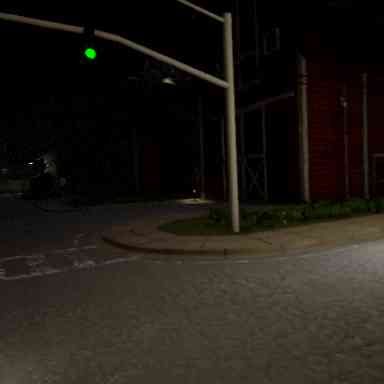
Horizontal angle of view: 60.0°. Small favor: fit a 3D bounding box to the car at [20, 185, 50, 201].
[{"bbox_3d":[-21.573,0.085,45.811,3.866,1.878,1.905,-4,8,17],"label":"car"}]
